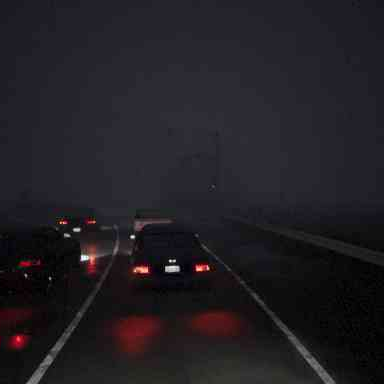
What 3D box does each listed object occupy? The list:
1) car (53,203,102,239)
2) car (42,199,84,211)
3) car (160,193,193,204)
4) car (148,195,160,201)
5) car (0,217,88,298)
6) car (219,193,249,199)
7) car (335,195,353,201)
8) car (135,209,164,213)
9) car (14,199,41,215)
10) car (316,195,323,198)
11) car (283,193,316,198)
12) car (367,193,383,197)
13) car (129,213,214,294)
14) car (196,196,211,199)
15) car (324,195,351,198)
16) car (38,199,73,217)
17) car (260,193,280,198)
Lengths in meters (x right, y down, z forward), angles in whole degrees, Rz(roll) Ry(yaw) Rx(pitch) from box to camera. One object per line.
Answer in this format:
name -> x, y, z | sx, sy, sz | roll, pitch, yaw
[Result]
car -> -5.689, 1.526, 17.142 | 1.812, 1.442, 4.674 | 0, 0, -13
car -> -15.993, 1.606, 41.395 | 4.718, 1.301, 1.895 | 0, 0, -20
car -> -2.686, 1.352, 57.563 | 4.553, 1.767, 2.097 | 0, 0, -20
car -> -6.925, 1.352, 67.156 | 4.553, 1.767, 2.097 | 0, 0, -20
car -> -4.210, 1.564, 8.532 | 1.994, 1.385, 4.181 | 0, 0, -6
car -> 7.070, 1.218, 61.065 | 5.566, 2.045, 2.150 | 0, 0, -19
car -> 37.861, 1.525, 82.908 | 4.902, 1.511, 2.128 | 0, 0, -38
car -> -2.375, 1.601, 18.476 | 1.895, 1.301, 4.718 | 0, 0, -12
car -> -15.510, 1.498, 34.129 | 4.902, 1.511, 2.128 | 0, 0, -20
car -> 26.519, 1.540, 75.814 | 5.357, 1.411, 2.033 | 0, 0, -22
car -> 21.089, 1.223, 66.038 | 5.566, 2.045, 2.150 | 0, 0, -20
car -> 43.141, 1.221, 78.196 | 5.566, 2.045, 2.150 | 0, 0, -38
car -> -0.695, 1.547, 8.975 | 2.033, 1.411, 5.357 | 0, 0, -7
car -> 2.253, 1.552, 70.401 | 4.181, 1.385, 1.994 | 0, 0, -20
car -> 30.859, 1.478, 70.164 | 5.008, 1.535, 1.882 | 0, 0, -26
car -> -11.811, 1.607, 31.741 | 4.718, 1.301, 1.895 | 0, 0, -20
car -> 17.260, 1.225, 72.090 | 5.566, 2.045, 2.150 | 0, 0, -20
